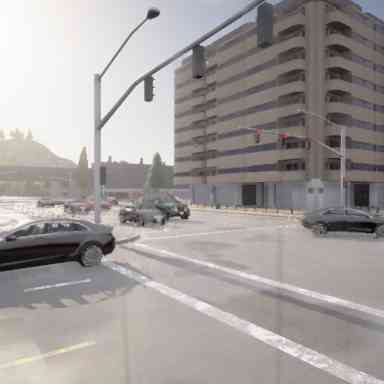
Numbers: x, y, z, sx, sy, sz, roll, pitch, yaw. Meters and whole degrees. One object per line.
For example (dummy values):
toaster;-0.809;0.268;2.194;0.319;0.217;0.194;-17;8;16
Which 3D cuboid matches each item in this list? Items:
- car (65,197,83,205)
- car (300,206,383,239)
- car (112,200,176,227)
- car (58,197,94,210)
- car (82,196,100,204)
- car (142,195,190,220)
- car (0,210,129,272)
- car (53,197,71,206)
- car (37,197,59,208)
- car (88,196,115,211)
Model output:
car;-22.087;1.619;62.139;1.994;1.385;4.181;0;0;-35
car;8.209;1.518;17.342;4.902;1.511;2.128;0;0;23
car;-3.548;1.547;23.516;2.128;1.511;4.902;0;0;-35
car;-12.599;1.547;36.296;2.128;1.511;4.902;0;0;-35
car;-19.679;1.533;64.794;1.882;1.535;5.008;0;0;-35
car;-2.396;1.276;27.945;2.150;2.045;5.566;0;0;-35
car;-4.594;1.491;9.584;4.902;1.511;2.128;0;0;-40
car;-21.667;1.583;55.313;1.812;1.442;4.674;0;0;-35
car;-21.502;1.562;48.937;1.837;1.490;4.892;0;-1;-35
car;-11.606;1.407;40.954;2.097;1.767;4.553;0;0;-35
